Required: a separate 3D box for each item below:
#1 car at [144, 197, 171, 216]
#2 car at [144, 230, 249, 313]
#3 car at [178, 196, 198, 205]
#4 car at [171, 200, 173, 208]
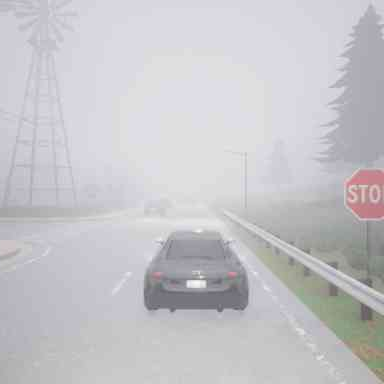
[{"bbox_3d":[-3.589,1.491,32.998,2.128,1.511,4.902,0,0,0],"label":"car"},{"bbox_3d":[0.080,1.564,7.772,1.994,1.385,4.181,0,0,0],"label":"car"},{"bbox_3d":[-0.768,1.490,60.218,2.128,1.511,4.902,0,0,-29],"label":"car"},{"bbox_3d":[-3.546,1.504,44.093,1.837,1.490,4.892,0,0,1],"label":"car"}]
